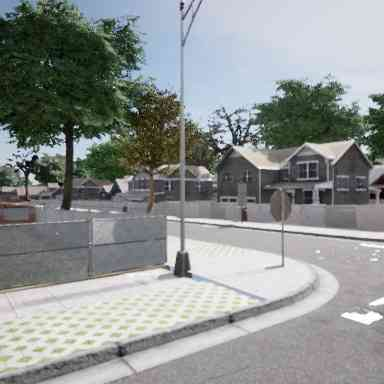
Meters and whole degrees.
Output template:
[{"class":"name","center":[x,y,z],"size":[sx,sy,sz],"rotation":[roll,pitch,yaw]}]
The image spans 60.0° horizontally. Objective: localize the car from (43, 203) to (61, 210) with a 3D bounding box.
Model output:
[{"class":"car","center":[-19.116,2.272,45.783],"size":[2.128,1.511,4.902],"rotation":[0,-1,-36]}]

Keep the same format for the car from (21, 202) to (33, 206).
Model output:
[{"class":"car","center":[-30.784,2.587,61.855],"size":[1.812,1.442,4.674],"rotation":[0,-1,-36]}]
